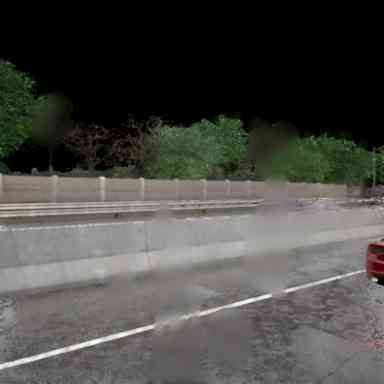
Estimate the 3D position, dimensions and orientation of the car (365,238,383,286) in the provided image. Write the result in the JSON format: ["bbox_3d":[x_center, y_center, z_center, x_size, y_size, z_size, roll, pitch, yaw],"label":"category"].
[{"bbox_3d":[6.266,1.478,8.196,5.008,1.535,1.882,0,0,-35],"label":"car"}]

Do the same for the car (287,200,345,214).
[{"bbox_3d":[9.043,1.528,23.270,4.674,1.442,1.812,0,0,-35],"label":"car"}]

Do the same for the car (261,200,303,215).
[{"bbox_3d":[7.451,1.567,26.430,4.181,1.385,1.994,0,0,-35],"label":"car"}]
